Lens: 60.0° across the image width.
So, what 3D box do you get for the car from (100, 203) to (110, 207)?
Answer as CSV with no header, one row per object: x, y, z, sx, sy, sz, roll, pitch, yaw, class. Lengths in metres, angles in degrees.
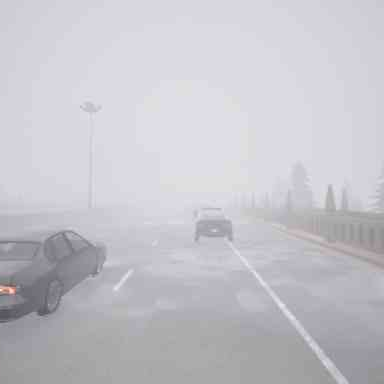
-16.085,2.865,66.507,1.837,1.490,4.892,0,-1,8,car

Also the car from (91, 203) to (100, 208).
-19.278,2.960,68.657,2.033,1.411,5.357,0,-1,8,car

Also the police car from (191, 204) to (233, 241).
1.050,1.633,17.948,1.930,1.638,5.238,0,-1,0,police car

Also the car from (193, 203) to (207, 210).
1.688,2.865,66.762,1.812,1.442,4.674,0,-1,14,car

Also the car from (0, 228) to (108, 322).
-3.400,1.526,7.395,2.033,1.411,5.357,0,-1,0,car

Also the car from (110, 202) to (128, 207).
-13.143,2.785,62.328,1.812,1.442,4.674,0,-1,8,car

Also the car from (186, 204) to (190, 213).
0.056,2.579,52.981,2.033,1.411,5.357,0,-1,5,car
